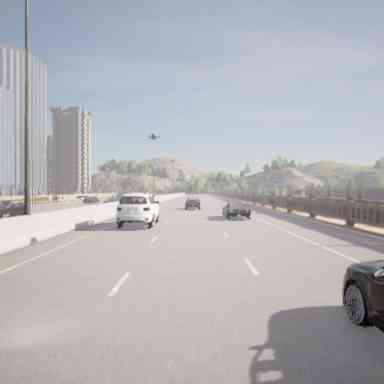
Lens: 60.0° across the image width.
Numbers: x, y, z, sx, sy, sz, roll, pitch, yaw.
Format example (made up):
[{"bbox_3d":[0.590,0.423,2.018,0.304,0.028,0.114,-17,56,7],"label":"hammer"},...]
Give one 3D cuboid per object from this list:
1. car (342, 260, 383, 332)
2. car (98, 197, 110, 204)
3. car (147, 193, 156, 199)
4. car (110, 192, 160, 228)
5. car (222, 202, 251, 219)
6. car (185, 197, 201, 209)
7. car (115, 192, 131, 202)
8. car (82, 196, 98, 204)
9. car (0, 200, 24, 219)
[{"bbox_3d":[3.596,1.476,4.040,2.128,1.511,4.902,0,0,0],"label":"car"},{"bbox_3d":[-10.573,1.386,44.646,2.033,1.411,5.357,0,0,0],"label":"car"},{"bbox_3d":[-10.447,0.971,86.107,1.882,1.535,5.008,0,0,0],"label":"car"},{"bbox_3d":[-3.393,1.143,21.565,2.150,2.045,5.566,0,0,0],"label":"car"},{"bbox_3d":[3.609,1.499,27.644,1.895,1.301,4.718,0,0,0],"label":"car"},{"bbox_3d":[0.113,1.339,41.599,2.128,1.511,4.902,0,0,0],"label":"car"},{"bbox_3d":[-13.979,0.979,67.785,2.150,2.045,5.566,0,0,0],"label":"car"},{"bbox_3d":[-17.519,1.355,57.802,1.994,1.385,4.181,0,0,1],"label":"car"},{"bbox_3d":[-14.088,1.402,25.029,2.128,1.511,4.902,0,0,0],"label":"car"}]
